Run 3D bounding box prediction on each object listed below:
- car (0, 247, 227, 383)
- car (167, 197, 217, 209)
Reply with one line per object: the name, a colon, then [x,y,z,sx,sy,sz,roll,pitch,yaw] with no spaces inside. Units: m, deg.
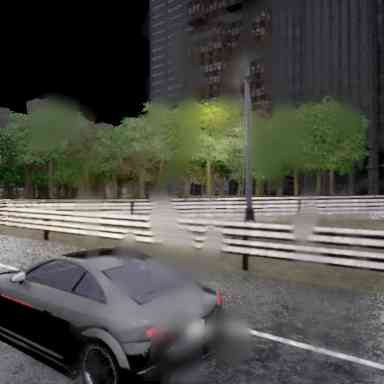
car: [-1.574,1.563,5.074,4.181,1.385,1.994,0,0,36]
car: [0.175,1.034,25.537,5.008,1.535,1.882,-1,0,5]
